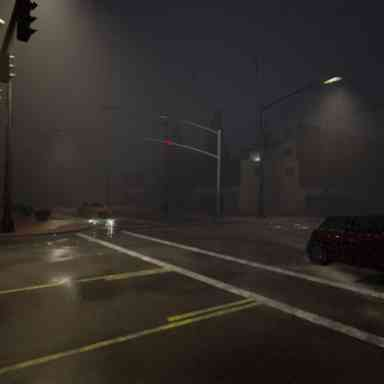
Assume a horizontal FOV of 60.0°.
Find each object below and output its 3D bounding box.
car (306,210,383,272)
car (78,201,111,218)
[{"bbox_3d":[5.760,1.474,9.773,2.097,1.767,4.553,1,-1,-35],"label":"car"},{"bbox_3d":[-9.170,1.610,31.072,1.882,1.535,5.008,1,1,-35],"label":"car"}]
